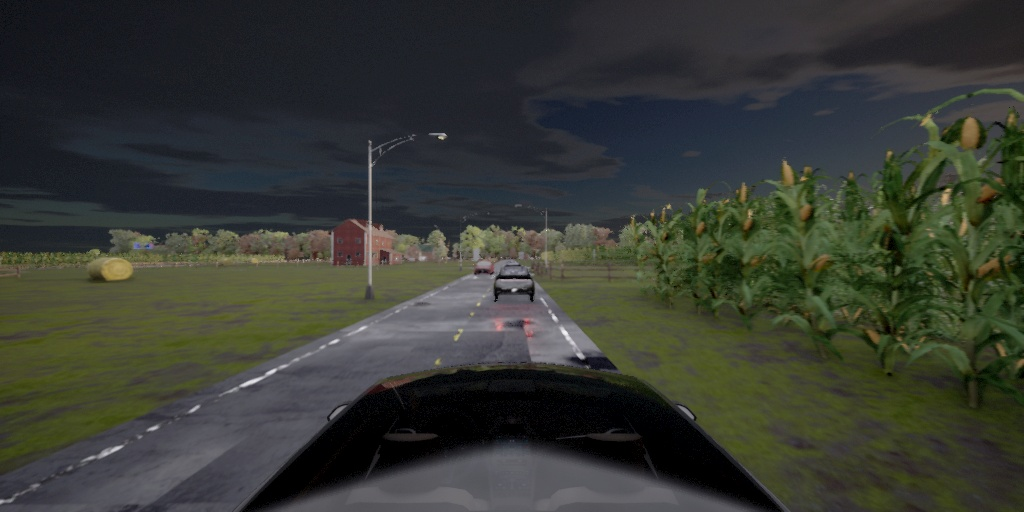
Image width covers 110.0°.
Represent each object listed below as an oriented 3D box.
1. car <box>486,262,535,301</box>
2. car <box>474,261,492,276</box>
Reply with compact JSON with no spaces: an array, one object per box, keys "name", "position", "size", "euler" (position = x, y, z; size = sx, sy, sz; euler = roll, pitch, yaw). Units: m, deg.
[{"name":"car","position":[0.094,1.241,17.482],"size":[2.128,1.511,4.902],"euler":[0,0,0]},{"name":"car","position":[-2.816,1.233,37.067],"size":[1.882,1.535,5.008],"euler":[0,0,0]}]
